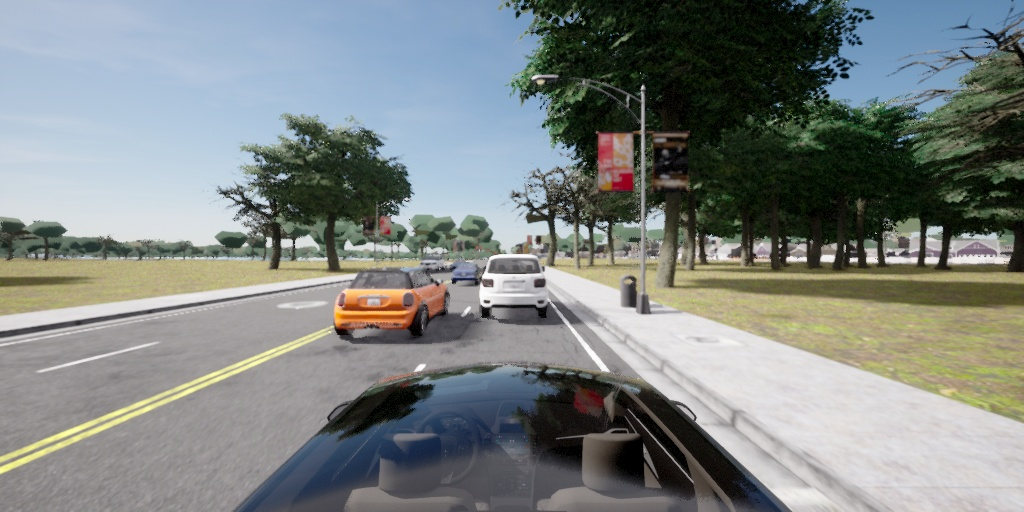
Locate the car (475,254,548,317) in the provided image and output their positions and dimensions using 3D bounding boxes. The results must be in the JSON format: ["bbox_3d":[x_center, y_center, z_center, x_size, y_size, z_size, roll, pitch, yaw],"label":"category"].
[{"bbox_3d":[0.079,0.951,13.257,2.150,2.045,5.566,0,0,0],"label":"car"}]

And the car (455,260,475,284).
[{"bbox_3d":[-3.185,1.249,26.209,2.033,1.411,5.357,0,0,0],"label":"car"}]

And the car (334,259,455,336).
[{"bbox_3d":[-3.187,1.084,10.452,2.097,1.767,4.553,0,0,1],"label":"car"}]

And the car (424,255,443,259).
[{"bbox_3d":[-9.845,0.887,44.560,2.150,2.045,5.566,0,0,0],"label":"car"}]

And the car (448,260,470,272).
[{"bbox_3d":[-6.596,1.212,45.179,2.033,1.411,5.357,0,0,0],"label":"car"}]
